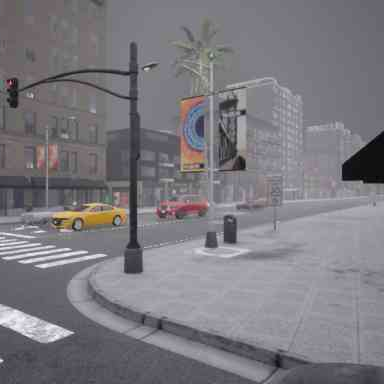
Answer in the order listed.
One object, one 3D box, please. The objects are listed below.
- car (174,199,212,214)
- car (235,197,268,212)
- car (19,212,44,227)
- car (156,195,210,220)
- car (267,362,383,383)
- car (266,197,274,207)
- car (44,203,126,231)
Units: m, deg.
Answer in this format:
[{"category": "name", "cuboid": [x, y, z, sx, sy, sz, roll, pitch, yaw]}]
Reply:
[{"category": "car", "cuboid": [0.197, 1.569, 36.457, 1.812, 1.442, 4.674, 0, 0, 35]}, {"category": "car", "cuboid": [7.116, 1.664, 40.612, 1.895, 1.301, 4.718, 0, 0, 35]}, {"category": "car", "cuboid": [-9.254, 1.615, 23.065, 1.895, 1.301, 4.718, 0, 0, 35]}, {"category": "car", "cuboid": [-0.760, 1.256, 29.464, 2.150, 2.045, 5.566, 0, 0, 35]}, {"category": "car", "cuboid": [2.206, 1.551, 1.274, 4.403, 1.369, 2.008, 0, 0, 35]}, {"category": "car", "cuboid": [11.349, 1.594, 52.103, 1.882, 1.535, 5.008, 0, 0, 35]}, {"category": "car", "cuboid": [-6.491, 1.496, 21.325, 1.882, 1.535, 5.008, 0, 0, 35]}]
